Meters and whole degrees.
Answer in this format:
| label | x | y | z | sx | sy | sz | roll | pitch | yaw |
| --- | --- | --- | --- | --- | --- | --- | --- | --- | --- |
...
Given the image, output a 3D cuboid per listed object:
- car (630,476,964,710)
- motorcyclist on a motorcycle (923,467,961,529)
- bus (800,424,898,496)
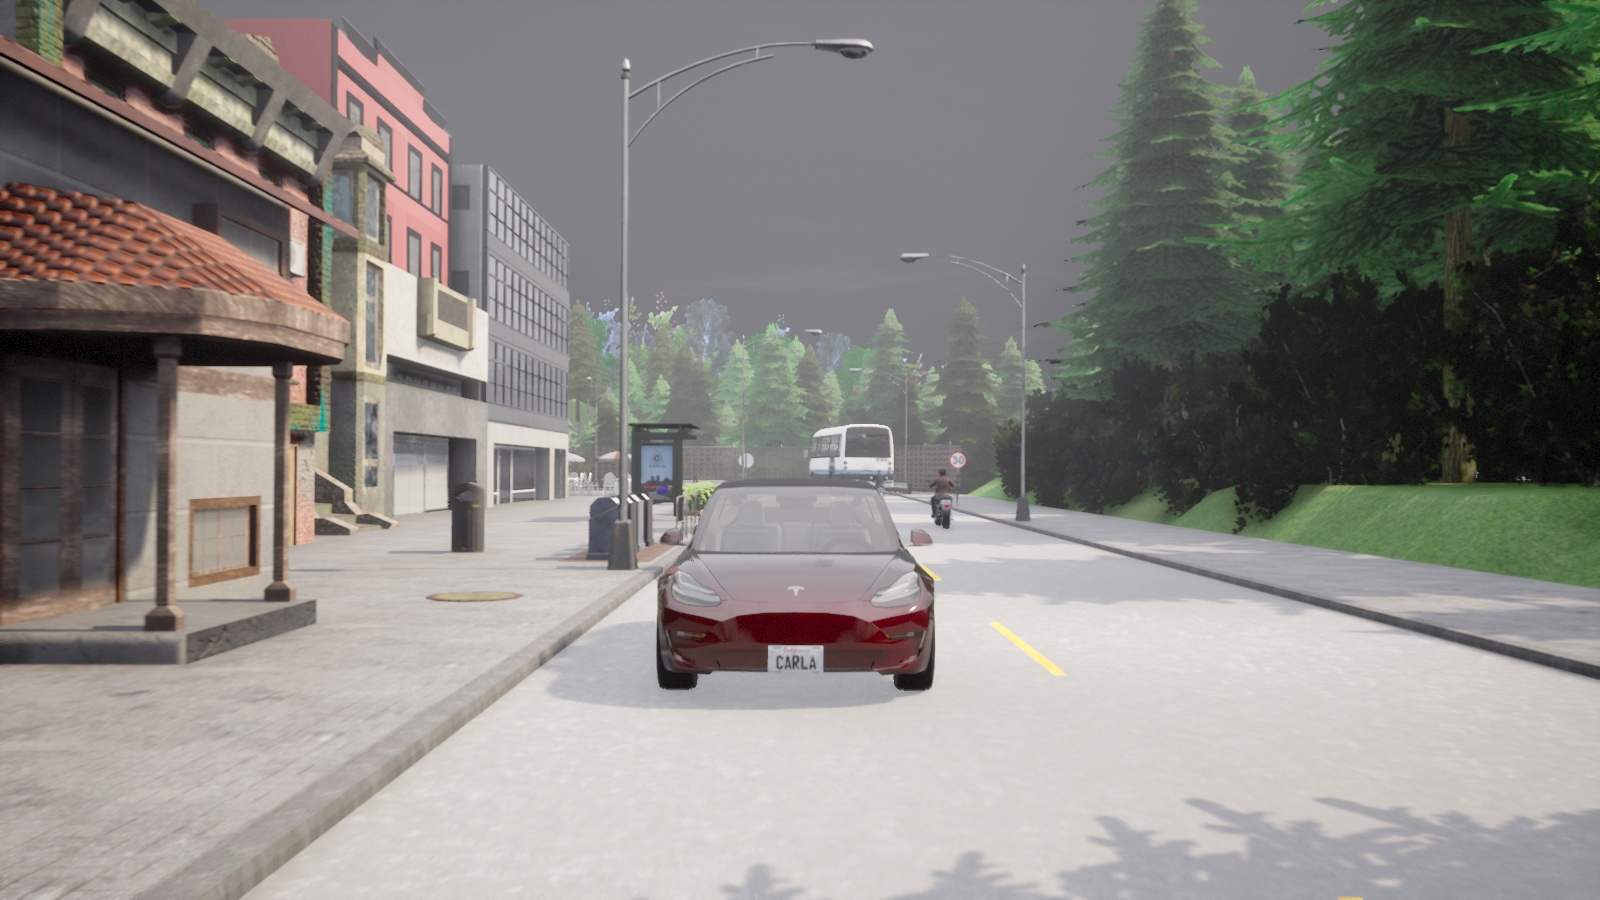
| label | x | y | z | sx | sy | sz | roll | pitch | yaw |
| --- | --- | --- | --- | --- | --- | --- | --- | --- | --- |
| car | -0.025 | 0.981 | 10.558 | 2.163 | 1.488 | 4.792 | 0 | -1 | 0 |
| motorcyclist on a motorcycle | 3.919 | 1.302 | 34.878 | 0.766 | 1.649 | 2.350 | 0 | -1 | 0 |
| bus | 2.913 | 0.684 | 79.118 | 3.944 | 4.253 | 10.273 | 1 | -1 | -11 |
